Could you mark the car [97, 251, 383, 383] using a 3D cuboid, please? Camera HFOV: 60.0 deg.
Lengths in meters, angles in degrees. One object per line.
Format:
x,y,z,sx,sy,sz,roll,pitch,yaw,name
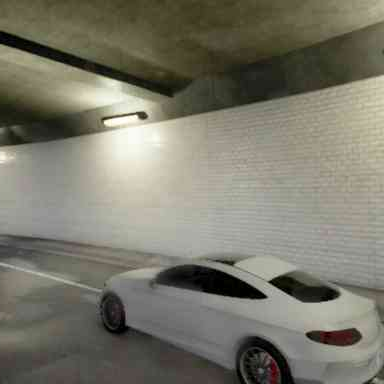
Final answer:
0.388,1.684,5.277,4.674,1.442,1.812,-1,-2,41,car
